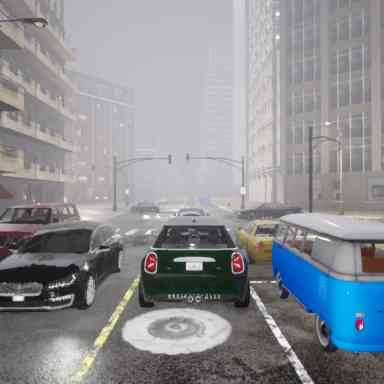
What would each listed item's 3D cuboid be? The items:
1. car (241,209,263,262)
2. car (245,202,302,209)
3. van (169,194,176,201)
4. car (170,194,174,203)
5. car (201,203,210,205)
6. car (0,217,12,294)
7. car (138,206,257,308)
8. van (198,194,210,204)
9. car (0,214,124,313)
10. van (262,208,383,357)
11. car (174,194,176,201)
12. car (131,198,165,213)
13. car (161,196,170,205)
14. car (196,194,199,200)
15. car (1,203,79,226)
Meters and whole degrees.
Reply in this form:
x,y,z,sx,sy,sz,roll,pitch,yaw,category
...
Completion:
x,y,z,sx,sy,sz,roll,pitch,yaw,category
2.549,1.531,11.584,1.752,1.417,4.829,0,0,0,car
5.924,1.491,25.821,5.357,1.411,2.033,-1,0,-7,car
-5.475,1.542,93.709,1.690,1.788,3.998,0,0,0,van
-5.436,1.561,71.501,1.967,1.590,4.097,0,0,0,car
-0.030,1.536,17.183,1.812,1.442,4.674,0,0,0,car
-5.320,1.442,5.858,1.967,1.590,4.097,0,0,0,car
0.050,1.355,8.098,2.097,1.767,4.553,0,0,0,car
2.464,1.429,60.409,1.690,1.788,3.998,0,0,0,van
-2.879,1.508,7.918,1.837,1.490,4.892,0,0,0,car
2.561,1.343,5.878,1.690,1.788,3.998,0,0,0,van
-5.447,1.705,77.053,1.947,1.339,4.313,0,0,0,car
-4.887,1.598,35.012,1.994,1.385,4.181,0,0,-29,car
-5.417,1.613,60.225,1.752,1.417,4.829,0,0,0,car
2.424,1.704,82.618,1.887,1.381,4.507,0,0,0,car
-5.329,1.321,11.394,2.192,1.841,5.009,0,0,0,car
